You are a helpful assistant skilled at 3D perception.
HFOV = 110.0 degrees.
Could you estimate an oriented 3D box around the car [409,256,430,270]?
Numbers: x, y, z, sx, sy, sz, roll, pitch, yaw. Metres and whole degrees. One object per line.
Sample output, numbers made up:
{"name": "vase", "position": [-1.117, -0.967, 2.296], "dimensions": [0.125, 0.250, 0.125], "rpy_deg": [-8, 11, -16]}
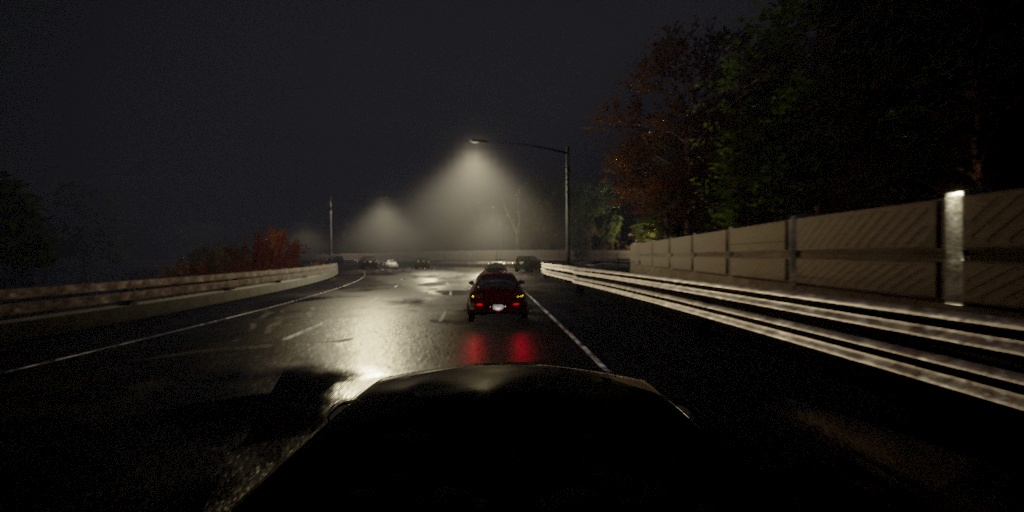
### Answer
{"name": "car", "position": [-14.637, 1.049, 56.580], "dimensions": [2.150, 2.045, 5.566], "rpy_deg": [0, 0, -28]}

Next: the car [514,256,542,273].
{"name": "car", "position": [2.178, 0.976, 44.183], "dimensions": [2.150, 2.045, 5.566], "rpy_deg": [-1, 0, 24]}

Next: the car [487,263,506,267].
{"name": "car", "position": [-1.252, 1.289, 29.061], "dimensions": [1.812, 1.442, 4.674], "rpy_deg": [0, 0, 1]}

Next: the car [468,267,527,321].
{"name": "car", "position": [-0.529, 1.281, 12.422], "dimensions": [1.812, 1.442, 4.674], "rpy_deg": [0, 0, -3]}

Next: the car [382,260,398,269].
{"name": "car", "position": [-20.002, 1.376, 58.738], "dimensions": [1.812, 1.442, 4.674], "rpy_deg": [0, 0, -32]}

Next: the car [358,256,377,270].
{"name": "car", "position": [-23.064, 1.084, 57.120], "dimensions": [2.150, 2.045, 5.566], "rpy_deg": [0, 0, -32]}
